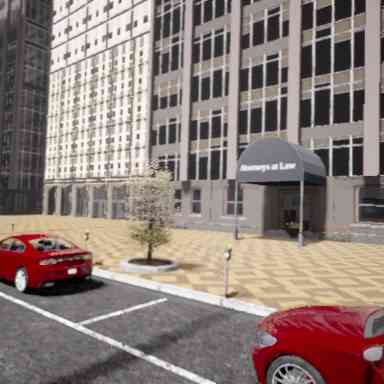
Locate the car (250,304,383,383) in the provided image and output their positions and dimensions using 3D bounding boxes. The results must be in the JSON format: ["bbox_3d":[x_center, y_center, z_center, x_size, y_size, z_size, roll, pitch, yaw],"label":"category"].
[{"bbox_3d":[2.869,1.767,3.295,4.674,1.442,1.812,-1,-3,39],"label":"car"}]

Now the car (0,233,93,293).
[{"bbox_3d":[-4.769,1.889,9.793,4.507,1.381,1.887,-1,-3,39],"label":"car"}]
